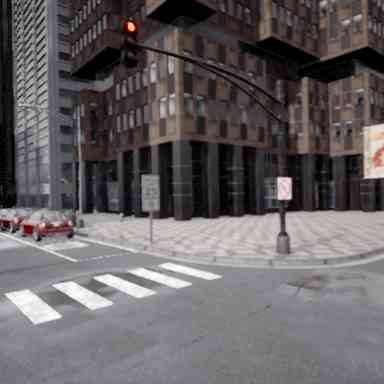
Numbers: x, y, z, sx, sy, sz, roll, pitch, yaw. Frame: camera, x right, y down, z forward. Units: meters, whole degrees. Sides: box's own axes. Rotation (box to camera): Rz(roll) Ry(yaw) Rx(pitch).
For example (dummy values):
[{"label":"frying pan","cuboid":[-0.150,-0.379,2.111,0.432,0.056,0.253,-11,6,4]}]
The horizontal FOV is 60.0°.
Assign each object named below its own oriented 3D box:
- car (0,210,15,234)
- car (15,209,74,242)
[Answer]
[{"label":"car","cuboid":[-11.637,1.858,22.705,1.967,1.590,4.097,-2,0,-40]},{"label":"car","cuboid":[-8.159,1.753,18.542,1.967,1.590,4.097,-2,0,-40]}]
